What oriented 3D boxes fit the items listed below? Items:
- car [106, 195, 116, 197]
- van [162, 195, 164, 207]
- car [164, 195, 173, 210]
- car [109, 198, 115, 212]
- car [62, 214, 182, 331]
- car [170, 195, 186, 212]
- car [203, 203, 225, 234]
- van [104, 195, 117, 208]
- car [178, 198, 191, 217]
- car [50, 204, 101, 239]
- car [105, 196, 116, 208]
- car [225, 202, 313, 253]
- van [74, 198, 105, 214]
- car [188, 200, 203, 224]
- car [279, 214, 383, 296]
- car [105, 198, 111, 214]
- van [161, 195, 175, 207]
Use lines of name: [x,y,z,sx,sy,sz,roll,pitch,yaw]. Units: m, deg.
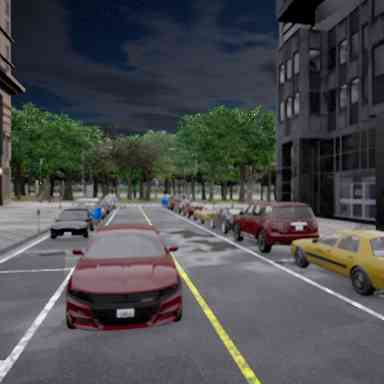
car: [-11.154,1.437,44.226,1.967,1.590,4.097,0,0,-11]
van: [-2.774,1.334,45.795,1.690,1.788,3.998,0,0,-11]
car: [-1.774,1.307,40.451,2.192,1.841,5.009,0,0,-11]
car: [-9.152,1.562,33.537,1.947,1.339,4.313,0,0,-11]
car: [-1.419,1.475,7.258,1.882,1.535,5.008,0,0,-11]
car: [-0.773,1.432,35.106,1.967,1.590,4.097,0,0,-11]
car: [2.230,1.543,19.072,2.008,1.369,4.403,0,0,-11]
van: [-12.155,1.339,49.571,1.690,1.788,3.998,0,0,-11]
car: [0.228,1.536,29.761,1.887,1.381,4.507,0,0,-11]
car: [-6.149,1.562,17.503,1.947,1.339,4.313,0,0,-11]
car: [-10.122,1.522,38.715,1.752,1.417,4.829,0,0,-11]
car: [3.230,1.308,13.727,2.192,1.841,5.009,0,0,-11]
van: [-7.151,1.337,22.847,1.690,1.788,3.998,0,0,-11]
car: [1.198,1.517,24.583,1.752,1.417,4.829,0,0,-11]
car: [4.200,1.520,8.549,1.752,1.417,4.829,0,0,-11]
car: [-8.120,1.521,28.025,1.752,1.417,4.829,0,0,-11]
van: [-3.775,1.335,51.140,1.690,1.788,3.998,0,0,-11]
